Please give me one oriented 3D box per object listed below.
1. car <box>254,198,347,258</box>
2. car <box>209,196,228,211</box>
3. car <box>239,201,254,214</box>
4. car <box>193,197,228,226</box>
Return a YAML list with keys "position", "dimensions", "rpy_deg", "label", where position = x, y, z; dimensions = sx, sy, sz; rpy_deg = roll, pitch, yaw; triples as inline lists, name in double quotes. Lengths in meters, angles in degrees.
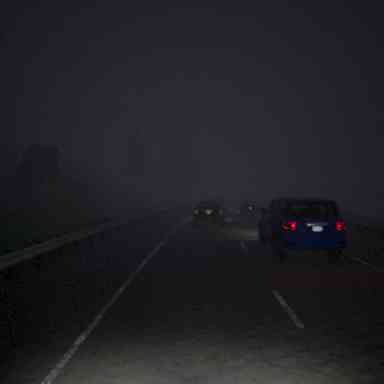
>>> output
- position: [3.988, 1.224, 12.896]
  dimensions: [2.150, 2.045, 5.566]
  rpy_deg: [0, 0, 3]
  label: "car"
- position: [3.349, 1.350, 41.063]
  dimensions: [2.097, 1.767, 4.553]
  rpy_deg: [0, 0, 8]
  label: "car"
- position: [5.958, 1.566, 34.576]
  dimensions: [1.994, 1.385, 4.181]
  rpy_deg: [0, 0, 7]
  label: "car"
- position: [1.238, 1.351, 23.429]
  dimensions: [2.097, 1.767, 4.553]
  rpy_deg: [0, 0, 5]
  label: "car"
